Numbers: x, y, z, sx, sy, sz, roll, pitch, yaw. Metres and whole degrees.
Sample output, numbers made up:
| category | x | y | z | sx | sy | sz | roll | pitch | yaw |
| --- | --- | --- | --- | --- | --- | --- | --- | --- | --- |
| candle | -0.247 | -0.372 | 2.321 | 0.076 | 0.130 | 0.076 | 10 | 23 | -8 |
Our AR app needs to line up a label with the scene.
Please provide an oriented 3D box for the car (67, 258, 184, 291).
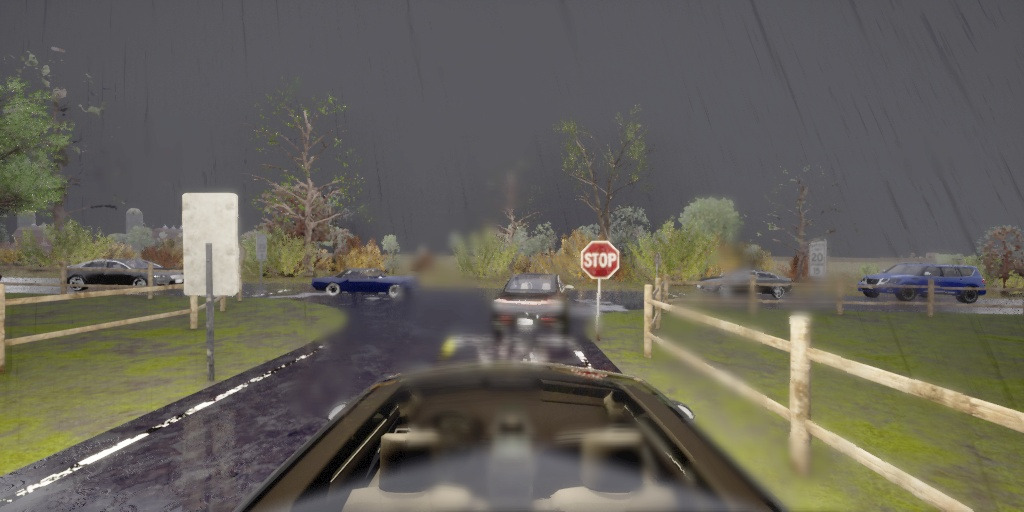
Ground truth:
| category | x | y | z | sx | sy | sz | roll | pitch | yaw |
| --- | --- | --- | --- | --- | --- | --- | --- | --- | --- |
| car | -18.480 | 0.885 | 17.266 | 4.902 | 1.511 | 2.128 | 1 | 1 | 0 |

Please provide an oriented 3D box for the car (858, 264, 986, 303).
| category | x | y | z | sx | sy | sz | roll | pitch | yaw |
| --- | --- | --- | --- | --- | --- | --- | --- | --- | --- |
| car | 22.911 | 1.466 | 20.138 | 5.566 | 2.045 | 2.150 | 1 | 1 | 0 |

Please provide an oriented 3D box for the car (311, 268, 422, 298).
| category | x | y | z | sx | sy | sz | roll | pitch | yaw |
| --- | --- | --- | --- | --- | --- | --- | --- | --- | --- |
| car | -6.812 | 1.248 | 17.242 | 4.718 | 1.301 | 1.895 | 1 | 1 | 0 |

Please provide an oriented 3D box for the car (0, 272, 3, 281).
| category | x | y | z | sx | sy | sz | roll | pitch | yaw |
| --- | --- | --- | --- | --- | --- | --- | --- | --- | --- |
| car | -27.784 | 0.717 | 17.280 | 4.674 | 1.442 | 1.812 | 1 | 1 | 0 |

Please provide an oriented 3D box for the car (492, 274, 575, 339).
| category | x | y | z | sx | sy | sz | roll | pitch | yaw |
| --- | --- | --- | --- | --- | --- | --- | --- | --- | --- |
| car | 0.712 | 1.240 | 10.206 | 2.128 | 1.511 | 4.902 | 0 | 0 | 9 |

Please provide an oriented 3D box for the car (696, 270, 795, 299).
| category | x | y | z | sx | sy | sz | roll | pitch | yaw |
| --- | --- | --- | --- | --- | --- | --- | --- | --- | --- |
| car | 13.015 | 1.525 | 20.156 | 4.902 | 1.511 | 2.128 | 1 | 1 | 0 |
